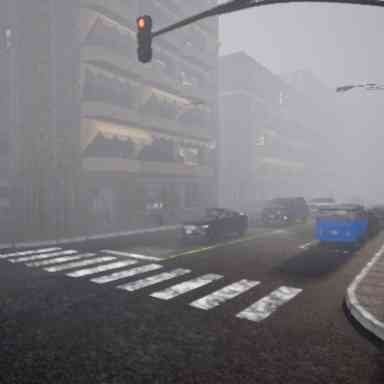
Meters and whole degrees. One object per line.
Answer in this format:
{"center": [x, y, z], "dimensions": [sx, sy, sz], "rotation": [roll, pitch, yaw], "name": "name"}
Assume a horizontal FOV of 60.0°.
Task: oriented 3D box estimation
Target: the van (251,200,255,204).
{"center": [6.415, 1.531, 29.289], "dimensions": [1.690, 1.788, 3.998], "rotation": [-1, -1, 35], "name": "van"}

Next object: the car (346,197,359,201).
{"center": [28.841, 2.039, 60.927], "dimensions": [1.802, 1.307, 4.206], "rotation": [-1, -1, 35], "name": "car"}

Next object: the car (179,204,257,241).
{"center": [1.263, 1.600, 17.512], "dimensions": [2.128, 1.511, 4.902], "rotation": [0, 0, 35], "name": "car"}

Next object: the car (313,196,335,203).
{"center": [13.568, 1.477, 34.847], "dimensions": [2.150, 2.045, 5.566], "rotation": [0, 0, 36], "name": "car"}

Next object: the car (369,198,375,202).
{"center": [44.761, 2.166, 83.390], "dimensions": [1.752, 1.417, 4.829], "rotation": [-1, -1, 35], "name": "car"}

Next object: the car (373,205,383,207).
{"center": [13.257, 1.793, 24.502], "dimensions": [1.802, 1.307, 4.206], "rotation": [-1, -1, 35], "name": "car"}

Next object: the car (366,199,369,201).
{"center": [35.248, 2.076, 69.968], "dimensions": [1.887, 1.381, 4.507], "rotation": [-1, -1, 35], "name": "car"}

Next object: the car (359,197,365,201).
{"center": [32.042, 1.809, 65.451], "dimensions": [2.192, 1.841, 5.009], "rotation": [-1, -1, 35], "name": "car"}

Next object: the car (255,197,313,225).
{"center": [7.385, 1.404, 26.132], "dimensions": [2.150, 2.045, 5.566], "rotation": [0, 0, 37], "name": "car"}

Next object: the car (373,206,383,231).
{"center": [10.054, 1.738, 19.982], "dimensions": [1.947, 1.339, 4.313], "rotation": [-1, -1, 35], "name": "car"}

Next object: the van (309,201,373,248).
{"center": [6.986, 1.476, 15.367], "dimensions": [1.690, 1.788, 3.998], "rotation": [-1, -1, 35], "name": "van"}
